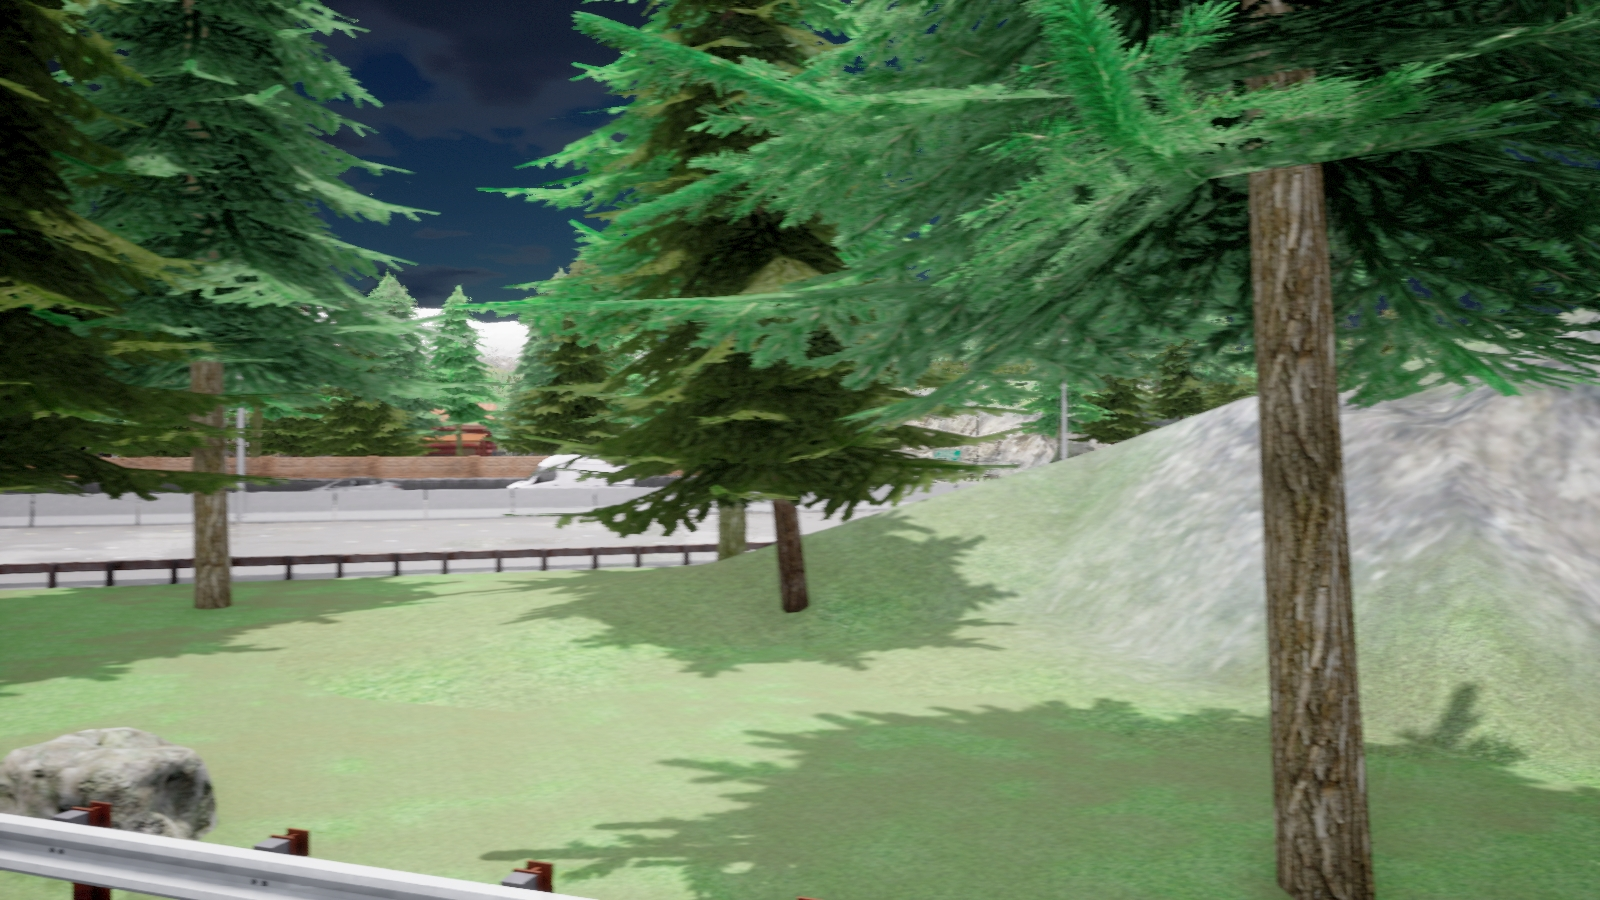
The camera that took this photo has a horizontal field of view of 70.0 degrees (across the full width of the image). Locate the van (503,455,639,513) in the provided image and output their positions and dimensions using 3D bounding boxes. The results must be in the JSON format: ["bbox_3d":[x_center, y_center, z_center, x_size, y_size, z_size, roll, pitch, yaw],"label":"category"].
[{"bbox_3d":[-10.520,1.514,52.478,5.915,2.561,1.988,0,0,-19],"label":"van"}]

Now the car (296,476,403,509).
[{"bbox_3d":[-21.964,2.042,55.923,4.792,1.488,2.163,0,0,-19],"label":"car"}]
